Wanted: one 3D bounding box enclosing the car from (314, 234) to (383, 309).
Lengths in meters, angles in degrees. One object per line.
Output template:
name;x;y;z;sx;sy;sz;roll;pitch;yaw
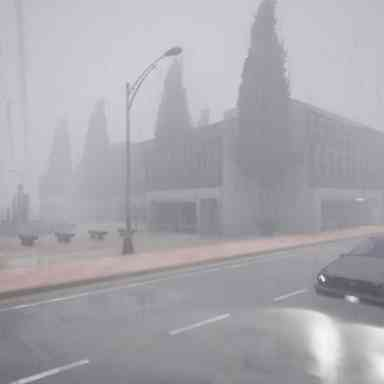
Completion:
car;5.234;1.810;8.425;5.357;1.411;2.033;1;-3;-40
